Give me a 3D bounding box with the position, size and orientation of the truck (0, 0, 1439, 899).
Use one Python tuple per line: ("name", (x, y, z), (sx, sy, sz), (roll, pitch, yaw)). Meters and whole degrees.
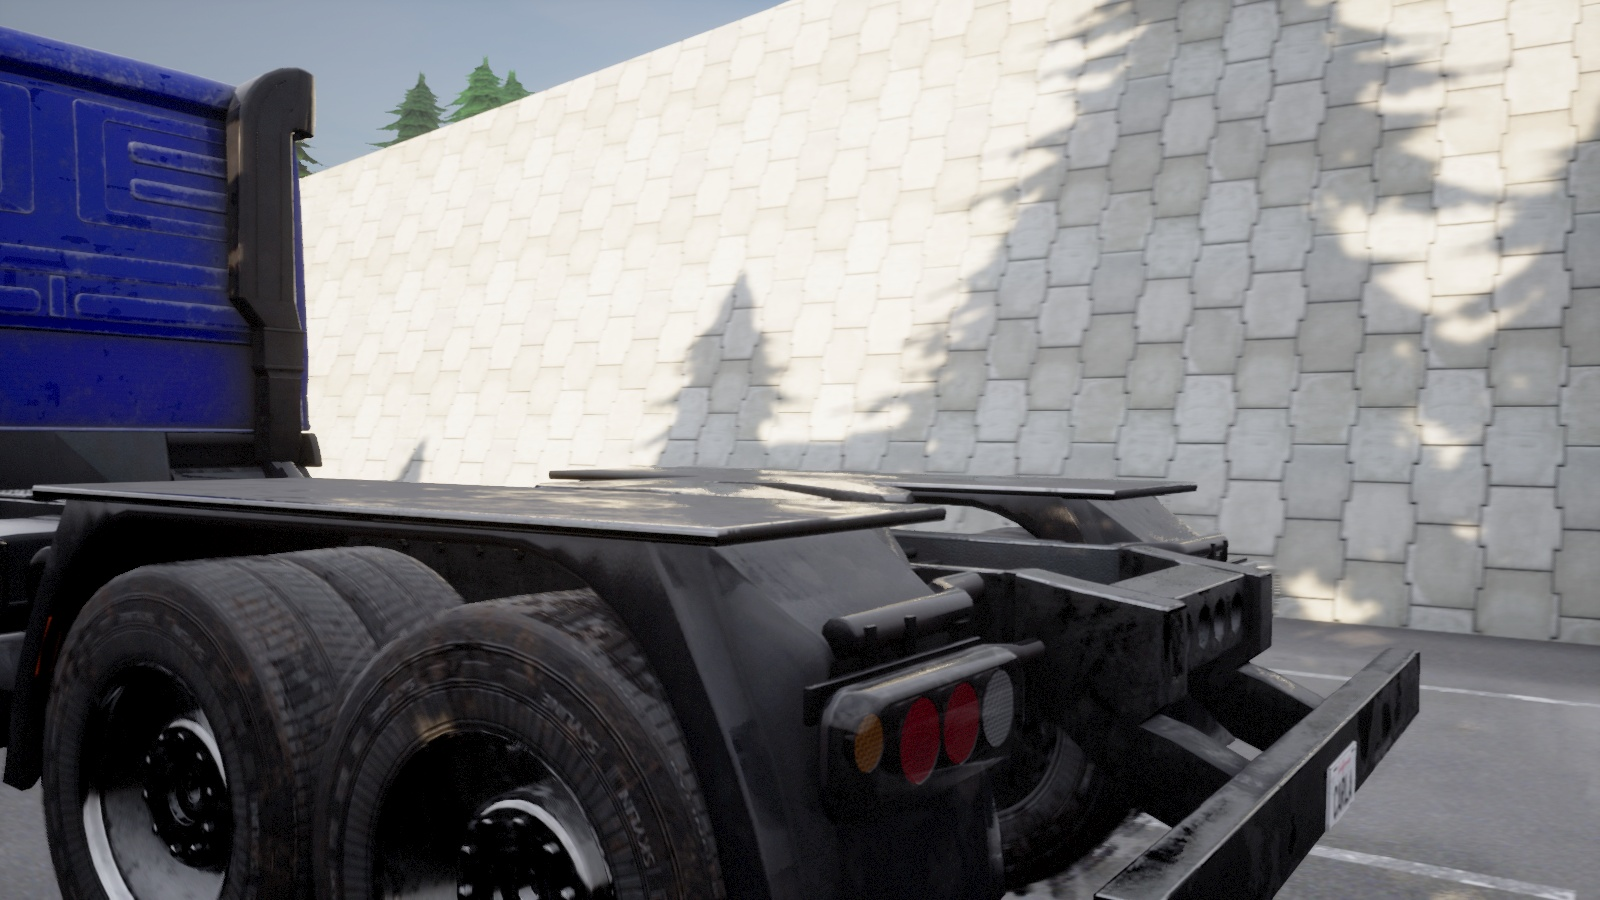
("truck", (-2.076, -0.300, 4.984), (7.936, 3.462, 2.891), (0, 1, 34))
